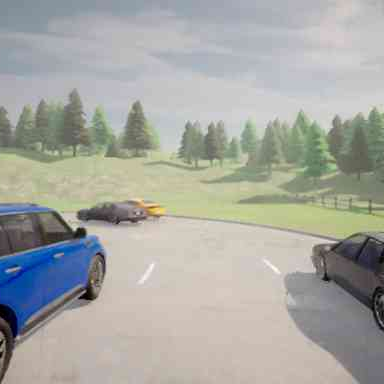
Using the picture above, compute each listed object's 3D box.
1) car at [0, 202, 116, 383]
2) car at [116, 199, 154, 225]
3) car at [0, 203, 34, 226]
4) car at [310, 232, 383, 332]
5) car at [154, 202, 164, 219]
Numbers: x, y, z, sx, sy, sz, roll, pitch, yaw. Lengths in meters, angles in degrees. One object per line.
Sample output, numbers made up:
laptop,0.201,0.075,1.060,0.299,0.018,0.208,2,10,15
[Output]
car,-3.074,1.160,5.050,2.150,2.045,5.566,0,0,4
car,-5.381,1.341,21.921,5.357,1.411,2.033,1,0,35
car,-12.835,1.370,21.415,4.718,1.301,1.895,0,0,14
car,3.973,1.507,6.525,2.033,1.411,5.357,0,0,3
car,-4.333,1.249,25.070,5.008,1.535,1.882,1,0,36
